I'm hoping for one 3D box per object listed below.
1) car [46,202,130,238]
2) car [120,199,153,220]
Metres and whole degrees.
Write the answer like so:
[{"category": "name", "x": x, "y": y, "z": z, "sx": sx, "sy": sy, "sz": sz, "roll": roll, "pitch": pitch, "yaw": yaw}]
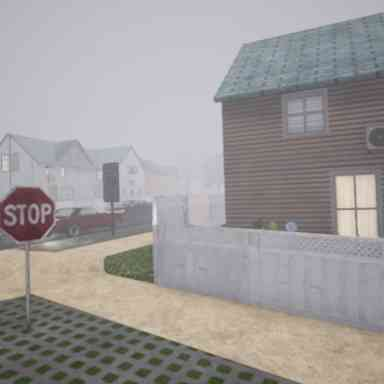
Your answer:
[{"category": "car", "x": -5.393, "y": 1.401, "z": 16.242, "sx": 1.895, "sy": 1.301, "sz": 4.718, "roll": -2, "pitch": 0, "yaw": 26}, {"category": "car", "x": -4.646, "y": 1.310, "z": 24.950, "sx": 2.128, "sy": 1.511, "sz": 4.902, "roll": -2, "pitch": 0, "yaw": 23}]
